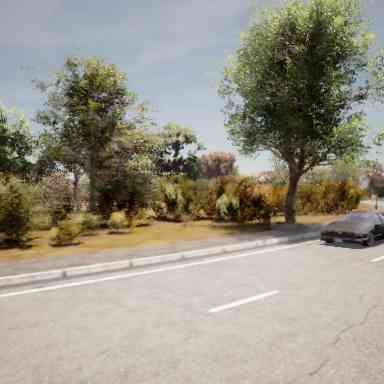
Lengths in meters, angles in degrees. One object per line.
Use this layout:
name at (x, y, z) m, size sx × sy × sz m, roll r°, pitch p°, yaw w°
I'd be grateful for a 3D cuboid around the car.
car at (7.922, 1.610, 15.446) m, size 5.357 × 1.411 × 2.033 m, roll 0°, pitch 0°, yaw -44°
